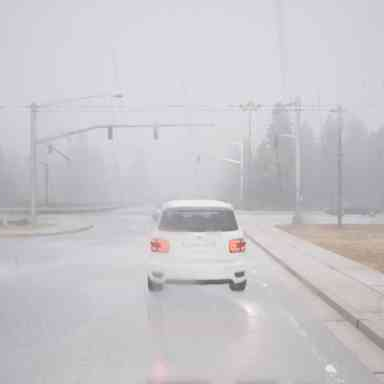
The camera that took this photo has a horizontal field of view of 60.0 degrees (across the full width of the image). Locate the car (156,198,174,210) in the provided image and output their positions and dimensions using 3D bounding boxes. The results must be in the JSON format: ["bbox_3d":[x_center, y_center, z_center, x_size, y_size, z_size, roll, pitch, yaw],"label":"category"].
[{"bbox_3d":[-3.594,1.526,44.944,2.033,1.411,5.357,0,0,0],"label":"car"}]

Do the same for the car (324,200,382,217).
[{"bbox_3d":[14.708,1.504,30.502,4.902,1.511,2.128,0,0,1],"label":"car"}]

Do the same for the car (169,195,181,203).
[{"bbox_3d":[-3.396,1.458,67.149,2.128,1.511,4.902,0,0,1],"label":"car"}]

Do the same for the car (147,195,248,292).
[{"bbox_3d":[0.066,1.213,9.092,2.150,2.045,5.566,0,0,-2],"label":"car"}]

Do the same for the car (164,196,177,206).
[{"bbox_3d":[-3.567,1.478,55.131,1.837,1.490,4.892,0,0,0],"label":"car"}]
